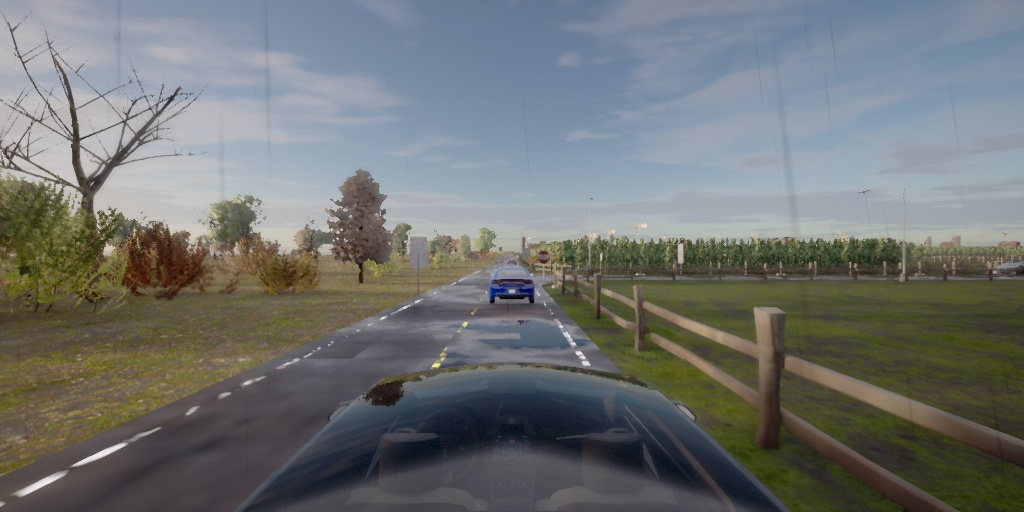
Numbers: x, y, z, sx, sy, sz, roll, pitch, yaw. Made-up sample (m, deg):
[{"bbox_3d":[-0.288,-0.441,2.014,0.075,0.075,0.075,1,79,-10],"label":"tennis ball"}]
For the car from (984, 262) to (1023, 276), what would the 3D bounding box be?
[{"bbox_3d":[49.195,1.324,35.001,4.674,1.442,1.812,0,0,-1],"label":"car"}]

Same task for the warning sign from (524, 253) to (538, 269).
[{"bbox_3d":[2.450,0.809,46.883,1.300,1.860,1.060,0,0,0],"label":"warning sign"}]

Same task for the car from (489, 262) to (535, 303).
[{"bbox_3d":[0.000,1.225,16.498,1.882,1.535,5.008,0,0,0],"label":"car"}]
